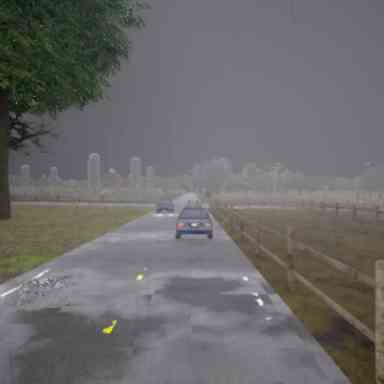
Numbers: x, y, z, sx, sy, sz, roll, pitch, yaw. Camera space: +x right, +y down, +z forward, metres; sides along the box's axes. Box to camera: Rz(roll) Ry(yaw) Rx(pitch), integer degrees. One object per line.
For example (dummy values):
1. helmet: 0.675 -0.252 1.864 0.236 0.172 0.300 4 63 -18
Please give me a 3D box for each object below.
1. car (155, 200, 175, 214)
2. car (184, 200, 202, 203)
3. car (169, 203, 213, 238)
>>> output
1. car: -2.790 1.527 35.863 2.033 1.411 5.357 0 0 0
2. car: 0.113 1.544 35.475 1.994 1.385 4.181 0 0 0
3. car: 0.107 1.547 17.673 2.033 1.411 5.357 0 0 0
